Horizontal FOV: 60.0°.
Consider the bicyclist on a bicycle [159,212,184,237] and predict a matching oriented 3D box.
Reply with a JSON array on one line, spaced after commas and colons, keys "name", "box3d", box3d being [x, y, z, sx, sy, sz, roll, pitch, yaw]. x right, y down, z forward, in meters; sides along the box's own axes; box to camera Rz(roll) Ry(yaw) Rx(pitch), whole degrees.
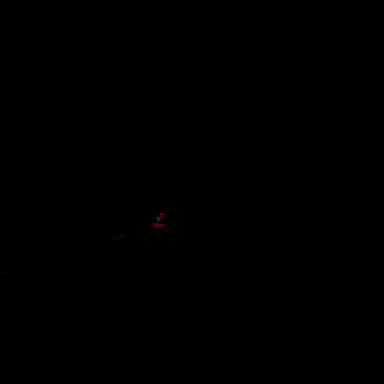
[{"name": "bicyclist on a bicycle", "box3d": [-1.326, 2.100, 21.387, 1.656, 1.620, 0.582, 0, -2, 1]}]

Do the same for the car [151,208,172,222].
[{"name": "car", "box3d": [-3.904, 2.873, 41.119, 1.837, 1.490, 4.892, -2, -2, 1]}]

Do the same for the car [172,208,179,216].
[{"name": "car", "box3d": [-3.463, 3.585, 60.094, 1.812, 1.442, 4.674, -2, -2, 1]}]
